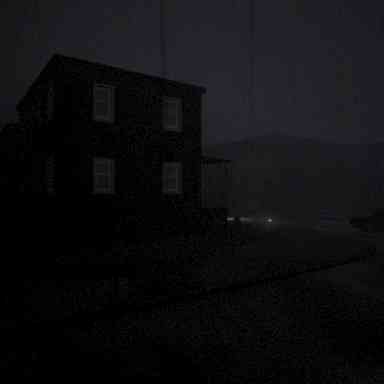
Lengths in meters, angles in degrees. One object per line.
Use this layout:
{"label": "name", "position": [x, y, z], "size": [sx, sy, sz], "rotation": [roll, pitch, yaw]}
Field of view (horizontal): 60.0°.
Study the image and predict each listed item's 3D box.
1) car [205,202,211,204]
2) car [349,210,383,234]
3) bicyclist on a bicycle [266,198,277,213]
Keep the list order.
{"label": "car", "position": [0.964, 1.564, 30.617], "size": [1.994, 1.385, 4.181], "rotation": [0, 0, -36]}
{"label": "car", "position": [10.926, 1.601, 17.271], "size": [1.895, 1.301, 4.718], "rotation": [0, 0, -43]}
{"label": "bicyclist on a bicycle", "position": [8.304, 1.348, 34.786], "size": [1.656, 1.620, 0.582], "rotation": [0, 0, -35]}
